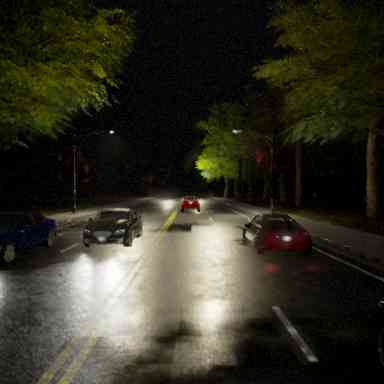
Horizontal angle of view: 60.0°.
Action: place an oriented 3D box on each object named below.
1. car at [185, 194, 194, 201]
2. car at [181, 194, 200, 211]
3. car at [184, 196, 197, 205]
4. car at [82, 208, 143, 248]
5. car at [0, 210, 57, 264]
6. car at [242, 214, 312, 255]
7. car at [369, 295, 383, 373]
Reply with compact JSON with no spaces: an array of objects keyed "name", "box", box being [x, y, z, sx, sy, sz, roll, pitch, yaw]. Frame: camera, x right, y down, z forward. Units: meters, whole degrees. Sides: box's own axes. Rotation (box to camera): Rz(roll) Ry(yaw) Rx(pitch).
[{"name":"car","box":[-0.558,1.205,73.476,2.033,1.411,5.357,0,0,-1]},{"name":"car","box":[-0.176,1.255,38.736,2.097,1.767,4.553,0,0,0]},{"name":"car","box":[-0.221,1.344,55.091,2.033,1.411,5.357,0,0,-1]},{"name":"car","box":[-3.377,1.478,14.854,2.128,1.511,4.902,0,0,0]},{"name":"car","box":[-6.619,1.468,12.019,1.882,1.535,5.008,0,0,0]},{"name":"car","box":[3.228,1.552,13.332,1.994,1.385,4.181,0,0,0]},{"name":"car","box":[3.249,1.430,2.321,2.033,1.649,4.856,0,0,0]}]
